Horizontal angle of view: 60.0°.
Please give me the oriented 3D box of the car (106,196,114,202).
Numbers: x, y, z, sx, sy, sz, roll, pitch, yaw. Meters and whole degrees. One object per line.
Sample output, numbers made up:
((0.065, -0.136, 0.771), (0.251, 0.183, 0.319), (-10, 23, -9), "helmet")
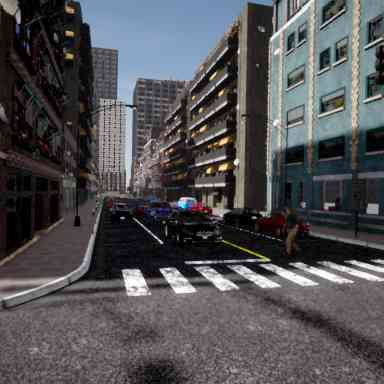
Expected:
((-21.260, 1.805, 86.327), (1.947, 1.339, 4.313), (1, 0, -15), "car")

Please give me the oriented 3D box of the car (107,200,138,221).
((-5.857, 1.631, 27.555), (1.947, 1.339, 4.313), (1, 0, -15), "car")

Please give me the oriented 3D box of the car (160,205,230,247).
((-0.070, 1.586, 15.705), (1.837, 1.490, 4.892), (1, 0, -14), "car")

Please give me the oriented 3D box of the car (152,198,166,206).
((-6.193, 1.839, 61.889), (1.752, 1.417, 4.829), (1, 0, -15), "car")

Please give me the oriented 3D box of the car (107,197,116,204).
((-17.016, 1.713, 70.135), (1.752, 1.417, 4.829), (1, 0, -15), "car")

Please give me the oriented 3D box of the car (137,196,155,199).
((-8.475, 1.826, 60.415), (1.994, 1.385, 4.181), (1, 0, -15), "car")

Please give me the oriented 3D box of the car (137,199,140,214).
((-4.881, 1.694, 34.091), (1.994, 1.385, 4.181), (1, 0, -15), "car")

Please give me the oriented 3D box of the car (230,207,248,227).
((3.653, 1.774, 24.324), (1.947, 1.339, 4.313), (1, 0, -15), "car")

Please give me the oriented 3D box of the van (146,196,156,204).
((-8.949, 1.687, 72.412), (1.690, 1.788, 3.998), (1, 0, -15), "van")

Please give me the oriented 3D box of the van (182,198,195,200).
((-0.546, 1.593, 40.354), (1.690, 1.788, 3.998), (1, 0, -15), "van")

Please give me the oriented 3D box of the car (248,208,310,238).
((5.053, 1.777, 18.981), (1.802, 1.307, 4.206), (1, 0, -15), "car")

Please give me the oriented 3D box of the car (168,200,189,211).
((-1.949, 1.832, 45.696), (1.947, 1.339, 4.313), (1, 0, -15), "car")

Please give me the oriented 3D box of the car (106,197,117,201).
((-10.057, 1.653, 43.584), (1.887, 1.381, 4.507), (1, 0, -15), "car")

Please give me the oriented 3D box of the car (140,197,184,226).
((-2.349, 1.456, 24.441), (2.097, 1.767, 4.553), (1, 0, -15), "car")

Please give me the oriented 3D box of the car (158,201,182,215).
((-2.641, 1.799, 38.148), (1.895, 1.301, 4.718), (1, 0, -15), "car")

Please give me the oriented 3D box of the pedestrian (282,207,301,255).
((3.647, 1.417, 12.327), (0.375, 1.860, 0.375), (1, 0, -15), "pedestrian")

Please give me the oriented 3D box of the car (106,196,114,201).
((-22.661, 1.801, 91.671), (1.887, 1.381, 4.507), (1, 0, -15), "car")

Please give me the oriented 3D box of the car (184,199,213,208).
((0.852, 1.782, 35.010), (1.887, 1.381, 4.507), (1, 0, -15), "car")

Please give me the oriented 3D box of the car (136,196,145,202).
((-14.552, 1.965, 93.781), (2.008, 1.369, 4.403), (1, 0, -15), "car")
